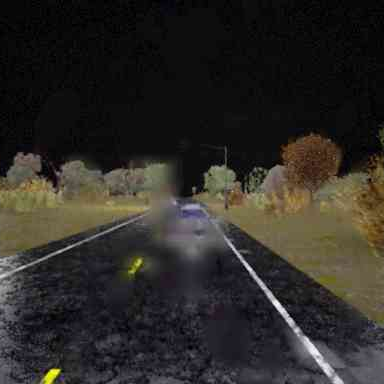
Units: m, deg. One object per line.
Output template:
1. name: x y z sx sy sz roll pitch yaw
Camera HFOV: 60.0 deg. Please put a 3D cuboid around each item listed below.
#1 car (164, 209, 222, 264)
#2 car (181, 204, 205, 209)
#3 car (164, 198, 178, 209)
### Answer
1. car: 0.042 1.608 12.315 2.128 1.511 4.902 0 0 1
2. car: 0.049 1.746 28.557 1.882 1.535 5.008 0 0 0
3. car: -3.579 1.901 56.867 2.097 1.767 4.553 0 -1 0
